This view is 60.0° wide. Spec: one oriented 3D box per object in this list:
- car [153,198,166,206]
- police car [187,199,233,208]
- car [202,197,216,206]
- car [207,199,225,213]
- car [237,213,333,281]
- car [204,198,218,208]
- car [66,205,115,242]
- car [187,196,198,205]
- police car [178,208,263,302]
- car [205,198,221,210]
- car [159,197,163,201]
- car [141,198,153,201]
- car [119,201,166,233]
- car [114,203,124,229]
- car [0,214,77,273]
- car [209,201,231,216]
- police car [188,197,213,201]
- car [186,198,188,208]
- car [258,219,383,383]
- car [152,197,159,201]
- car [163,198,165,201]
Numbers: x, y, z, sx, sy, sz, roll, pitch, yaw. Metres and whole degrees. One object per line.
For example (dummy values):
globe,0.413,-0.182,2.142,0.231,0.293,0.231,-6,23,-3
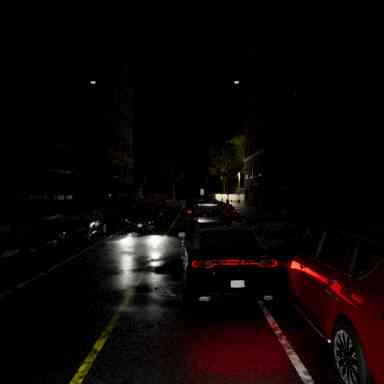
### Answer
car,-5.266,1.600,54.717,1.802,1.307,4.206,0,0,0
police car,0.864,1.425,18.518,1.930,1.638,5.238,0,0,0
car,2.759,1.584,54.700,1.947,1.339,4.313,0,0,0
car,2.722,1.531,38.316,1.752,1.417,4.829,0,0,0
car,2.655,1.525,10.723,1.752,1.417,4.829,0,0,0
car,2.747,1.596,49.182,1.802,1.307,4.206,0,0,0
car,-5.354,1.551,16.086,2.008,1.369,4.403,0,0,0
car,0.134,1.548,59.779,1.812,1.442,4.674,0,0,0
police car,0.693,1.425,8.482,1.930,1.638,5.238,0,0,-3
car,2.734,1.554,43.664,1.887,1.381,4.507,0,0,0
car,-5.292,1.535,43.509,1.752,1.417,4.829,0,0,0
car,-5.316,1.553,32.642,2.008,1.369,4.403,0,0,0
car,-2.706,1.505,19.656,1.837,1.490,4.892,0,0,0
car,-5.341,1.545,21.605,1.887,1.381,4.507,0,0,0
car,-5.366,1.582,10.567,1.802,1.307,4.206,0,0,0
car,2.709,1.584,32.627,1.802,1.307,4.206,0,0,0
police car,0.878,1.426,24.518,1.930,1.638,5.238,0,0,0
car,0.105,1.612,45.620,1.895,1.301,4.718,0,0,0
car,2.646,1.315,5.036,2.192,1.841,5.009,0,0,0
car,-5.304,1.446,38.161,1.967,1.590,4.097,0,0,0
car,-5.279,1.454,49.198,1.967,1.590,4.097,0,0,0
